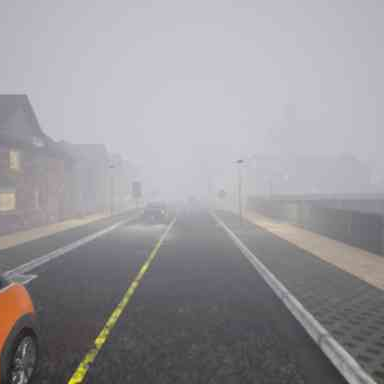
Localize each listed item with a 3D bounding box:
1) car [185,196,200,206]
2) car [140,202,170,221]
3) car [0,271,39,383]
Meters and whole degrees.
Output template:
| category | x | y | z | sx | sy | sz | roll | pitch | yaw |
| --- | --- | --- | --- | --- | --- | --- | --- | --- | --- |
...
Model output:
| category | x | y | z | sx | sy | sz | roll | pitch | yaw |
| --- | --- | --- | --- | --- | --- | --- | --- | --- | --- |
| car | 0.004 | 1.319 | 49.313 | 1.812 | 1.442 | 4.674 | 0 | 0 | 0 |
| car | -2.784 | 1.492 | 25.808 | 1.895 | 1.301 | 4.718 | 0 | 0 | 1 |
| car | -2.836 | 1.343 | 1.998 | 2.097 | 1.767 | 4.553 | 0 | 0 | -1 |
